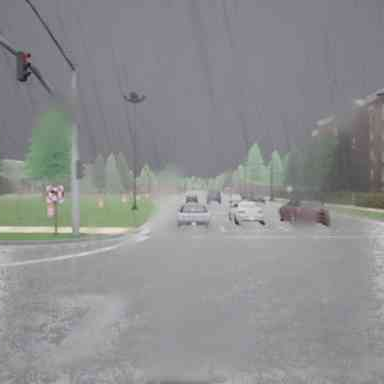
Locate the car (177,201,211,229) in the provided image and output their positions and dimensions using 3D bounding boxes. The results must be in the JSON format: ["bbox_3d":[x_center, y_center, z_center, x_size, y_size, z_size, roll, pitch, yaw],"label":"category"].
[{"bbox_3d":[0.092,1.441,20.479,1.895,1.301,4.718,0,0,0],"label":"car"}]

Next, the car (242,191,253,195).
[{"bbox_3d":[10.480,0.734,63.430,2.150,2.045,5.566,0,0,0],"label":"car"}]

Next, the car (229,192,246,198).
[{"bbox_3d":[6.983,1.112,53.401,1.812,1.442,4.674,0,0,0],"label":"car"}]

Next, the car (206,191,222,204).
[{"bbox_3d":[3.484,0.811,53.011,2.150,2.045,5.566,0,0,0],"label":"car"}]

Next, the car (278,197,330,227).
[{"bbox_3d":[7.093,1.185,21.510,2.097,1.767,4.553,0,0,0],"label":"car"}]

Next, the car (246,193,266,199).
[{"bbox_3d":[10.483,1.187,53.433,1.895,1.301,4.718,0,0,0],"label":"car"}]

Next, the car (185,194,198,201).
[{"bbox_3d":[-0.016,1.067,52.982,1.882,1.535,5.008,0,0,0],"label":"car"}]

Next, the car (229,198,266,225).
[{"bbox_3d":[3.579,1.353,22.215,1.812,1.442,4.674,0,0,0],"label":"car"}]
